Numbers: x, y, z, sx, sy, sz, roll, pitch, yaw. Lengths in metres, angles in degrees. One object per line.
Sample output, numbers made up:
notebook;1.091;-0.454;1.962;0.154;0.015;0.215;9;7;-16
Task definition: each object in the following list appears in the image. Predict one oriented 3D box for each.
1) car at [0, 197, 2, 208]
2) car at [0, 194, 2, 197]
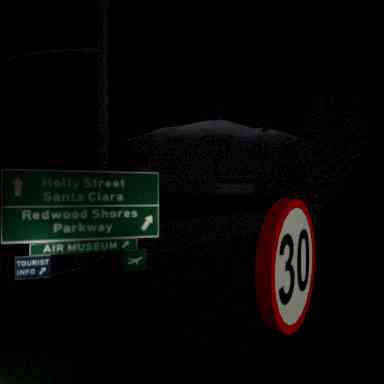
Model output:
car;-12.447;1.505;26.033;1.905;1.878;3.866;0;0;35
car;-38.761;1.489;69.909;4.514;1.523;2.007;0;0;35
